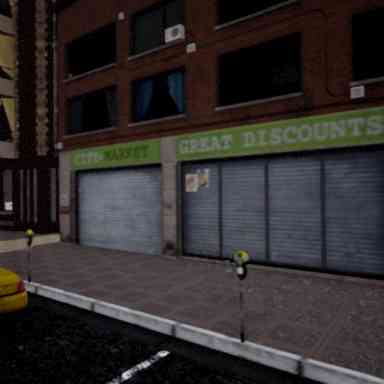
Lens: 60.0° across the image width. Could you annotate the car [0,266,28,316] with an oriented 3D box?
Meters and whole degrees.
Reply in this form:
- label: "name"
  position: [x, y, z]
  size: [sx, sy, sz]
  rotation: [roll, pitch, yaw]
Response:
- label: "car"
  position: [-5.115, 1.605, 6.535]
  size: [4.829, 1.417, 1.752]
  rotation: [-1, -1, 36]
